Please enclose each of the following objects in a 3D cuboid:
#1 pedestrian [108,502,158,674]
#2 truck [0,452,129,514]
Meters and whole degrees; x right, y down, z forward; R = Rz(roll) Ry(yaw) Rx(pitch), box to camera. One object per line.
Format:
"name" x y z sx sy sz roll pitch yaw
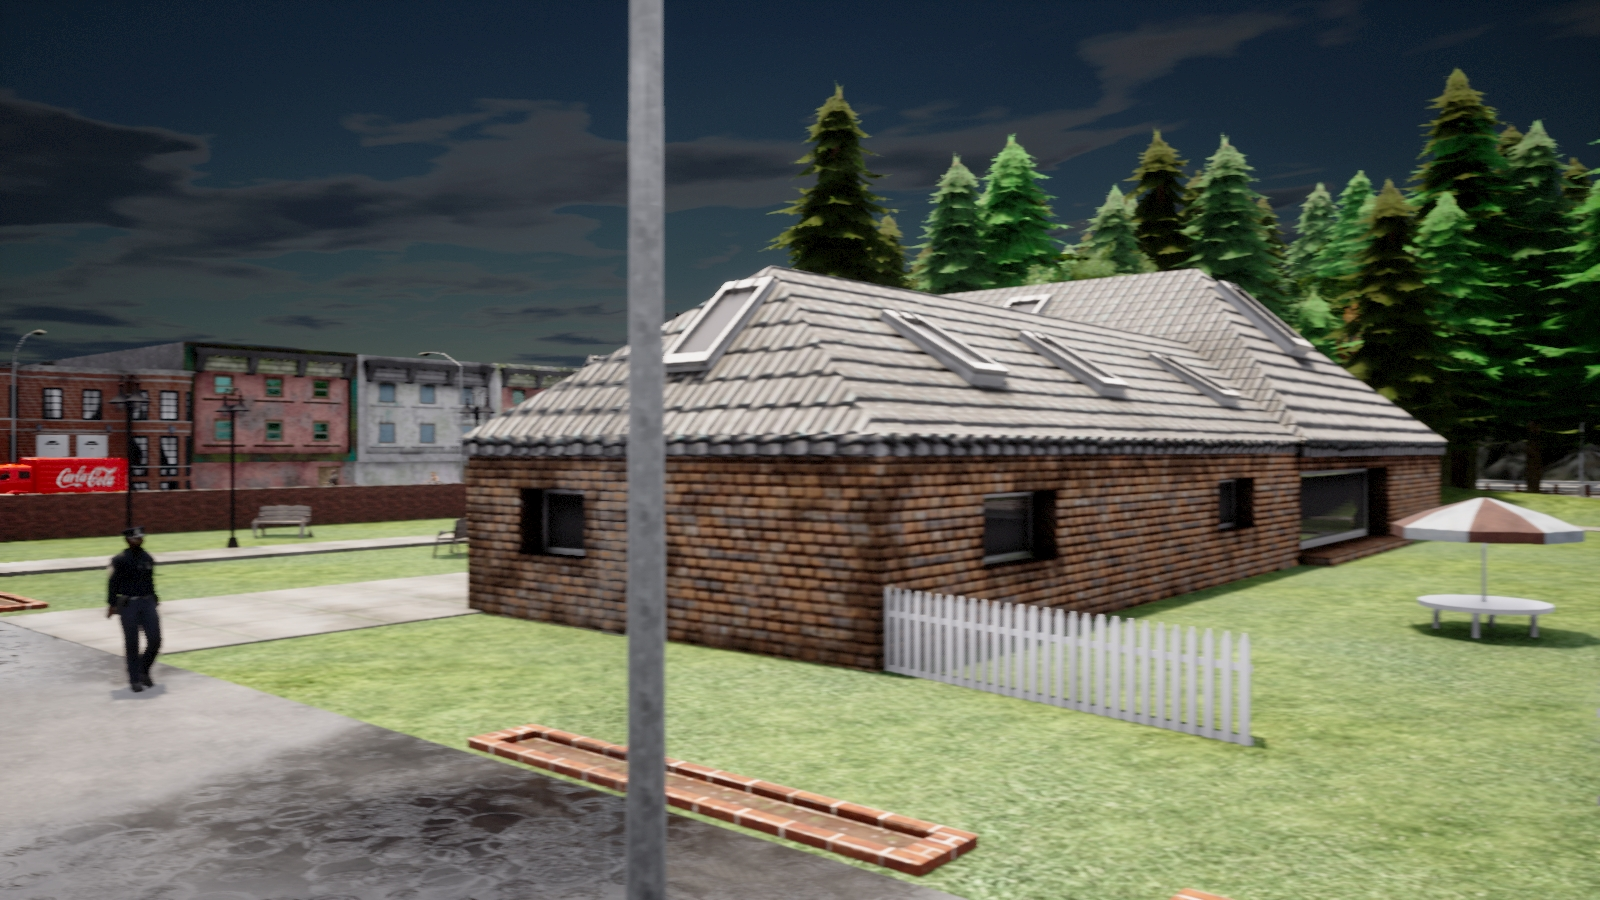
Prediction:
"pedestrian" -7.441 1.521 12.741 0.375 1.860 0.375 0 0 39
"truck" -31.774 1.335 48.405 2.627 2.467 5.204 0 0 40
